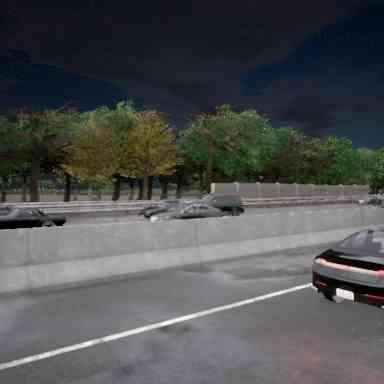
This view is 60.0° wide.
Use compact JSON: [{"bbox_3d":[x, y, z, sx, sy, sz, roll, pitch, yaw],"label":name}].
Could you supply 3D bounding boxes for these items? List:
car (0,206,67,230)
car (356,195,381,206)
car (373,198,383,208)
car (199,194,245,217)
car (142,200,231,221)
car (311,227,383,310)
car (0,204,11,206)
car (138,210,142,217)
[{"bbox_3d":[-9.621,1.601,18.502,4.718,1.301,1.895,0,0,-35],"label":"car"},{"bbox_3d":[25.668,1.189,48.025,4.902,1.511,2.128,-1,0,-35],"label":"car"},{"bbox_3d":[18.881,1.454,30.336,4.718,1.301,1.895,-1,0,-35],"label":"car"},{"bbox_3d":[1.780,1.187,26.749,5.566,2.045,2.150,-1,0,-36],"label":"car"},{"bbox_3d":[-0.284,1.480,20.980,4.902,1.511,2.128,0,0,-35],"label":"car"},{"bbox_3d":[4.531,1.491,6.974,4.902,1.511,2.128,0,0,-35],"label":"car"},{"bbox_3d":[-12.379,1.491,20.068,4.902,1.511,2.128,0,0,-38],"label":"car"},{"bbox_3d":[-1.876,1.525,28.294,5.357,1.411,2.033,0,0,-37],"label":"car"}]
